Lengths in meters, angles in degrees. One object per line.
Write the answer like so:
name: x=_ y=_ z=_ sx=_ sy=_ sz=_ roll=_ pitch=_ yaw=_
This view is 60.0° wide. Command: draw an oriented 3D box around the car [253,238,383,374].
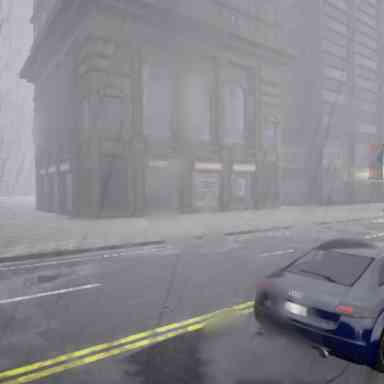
car: x=3.014 y=1.499 z=5.587 sx=4.181 sy=1.385 sz=1.994 roll=-1 pitch=0 yaw=-35
